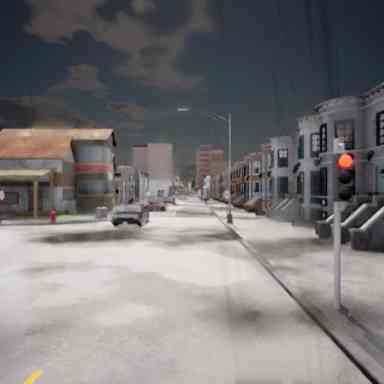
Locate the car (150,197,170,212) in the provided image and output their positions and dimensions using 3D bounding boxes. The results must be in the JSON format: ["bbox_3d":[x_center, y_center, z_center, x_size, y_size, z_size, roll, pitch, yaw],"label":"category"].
[{"bbox_3d":[-4.042,1.339,38.092,2.097,1.767,4.553,0,0,0],"label":"car"}]

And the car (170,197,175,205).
[{"bbox_3d":[-3.973,1.543,58.332,1.994,1.385,4.181,0,0,0],"label":"car"}]

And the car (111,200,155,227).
[{"bbox_3d":[-4.075,1.539,22.929,2.033,1.411,5.357,0,0,0],"label":"car"}]
